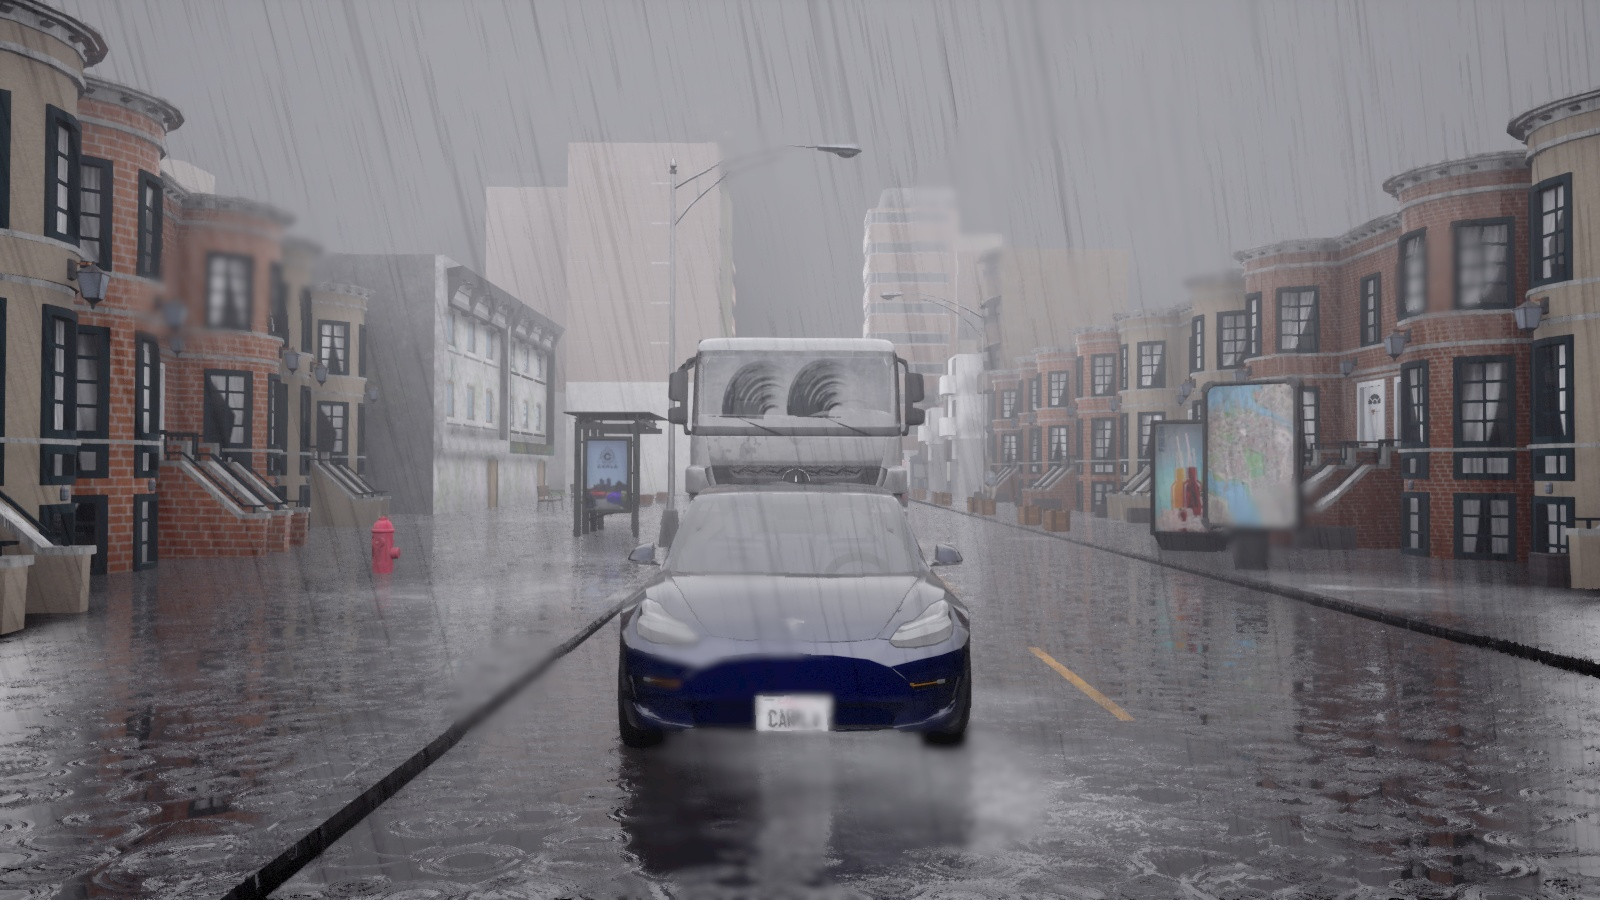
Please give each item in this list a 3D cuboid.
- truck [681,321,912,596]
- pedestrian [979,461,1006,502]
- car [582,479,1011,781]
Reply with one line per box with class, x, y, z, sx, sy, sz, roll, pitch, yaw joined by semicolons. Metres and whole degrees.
truck;-0.057;0.165;19.823;2.891;3.462;7.936;0;-1;0
pedestrian;8.911;1.464;58.210;0.874;1.855;0.900;0;-1;-25
car;-0.024;0.961;8.751;2.163;1.488;4.792;0;-1;0
